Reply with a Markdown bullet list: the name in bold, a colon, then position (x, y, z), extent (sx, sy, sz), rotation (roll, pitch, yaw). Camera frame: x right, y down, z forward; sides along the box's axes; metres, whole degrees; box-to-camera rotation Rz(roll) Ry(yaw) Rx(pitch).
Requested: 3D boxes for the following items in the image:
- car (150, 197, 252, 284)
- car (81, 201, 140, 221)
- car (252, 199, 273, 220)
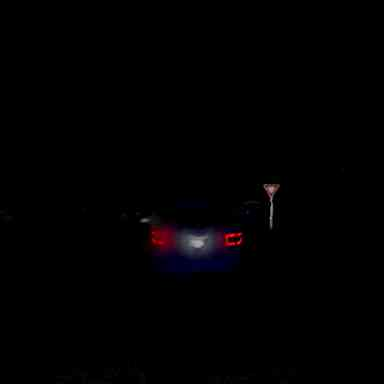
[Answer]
- **car**: position (0.172, 1.157, 9.559), extent (2.150, 2.045, 5.566), rotation (0, 0, 1)
- **car**: position (-6.026, 1.401, 24.774), extent (4.181, 1.385, 1.994), rotation (0, 0, 3)
- **car**: position (5.032, 1.306, 26.147), extent (1.882, 1.535, 5.008), rotation (0, 1, 25)
